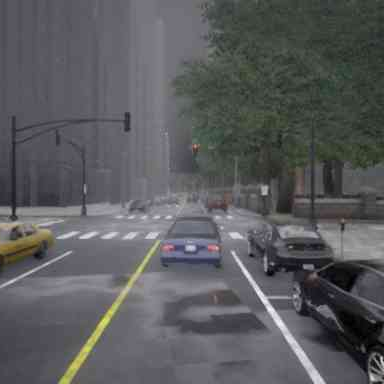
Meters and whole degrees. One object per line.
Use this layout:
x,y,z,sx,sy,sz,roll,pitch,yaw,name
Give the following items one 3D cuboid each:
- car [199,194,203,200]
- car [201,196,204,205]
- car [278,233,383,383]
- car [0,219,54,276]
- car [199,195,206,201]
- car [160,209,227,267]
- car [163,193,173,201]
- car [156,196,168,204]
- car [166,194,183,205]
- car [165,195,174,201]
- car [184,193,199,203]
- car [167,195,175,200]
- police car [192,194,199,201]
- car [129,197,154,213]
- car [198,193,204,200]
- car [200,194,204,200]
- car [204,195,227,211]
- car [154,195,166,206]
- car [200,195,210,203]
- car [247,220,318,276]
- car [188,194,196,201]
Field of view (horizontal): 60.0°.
2.760,1.505,58.594,2.008,1.369,4.403,0,0,0,car
2.761,1.523,47.681,1.947,1.339,4.313,0,0,0,car
2.764,1.559,4.590,1.947,1.339,4.313,0,0,0,car
-5.762,1.511,9.923,1.752,1.417,4.829,0,0,0,car
2.758,1.475,86.046,1.752,1.417,4.829,0,0,0,car
0.118,1.532,11.338,2.033,1.411,5.357,0,0,4,car
-5.766,1.264,80.414,2.192,1.841,5.009,0,0,0,car
-5.766,1.535,64.043,1.802,1.307,4.206,0,0,0,car
-3.068,1.502,56.329,2.033,1.411,5.357,0,0,1,car
-5.767,1.494,85.871,1.887,1.381,4.507,0,0,0,car
0.039,1.306,65.638,2.097,1.767,4.553,0,0,0,car
-5.767,1.495,91.329,1.887,1.381,4.507,0,0,0,car
0.896,1.375,87.534,1.930,1.638,5.238,0,0,0,police car
-5.764,1.526,36.758,1.947,1.339,4.313,0,0,0,car
2.760,1.393,64.050,1.967,1.590,4.097,0,0,0,car
2.760,1.506,53.137,2.008,1.369,4.403,0,0,0,car
2.761,1.275,36.768,2.192,1.841,5.009,0,0,0,car
-5.765,1.506,53.129,2.008,1.369,4.403,0,0,0,car
2.759,1.392,69.507,1.967,1.590,4.097,0,0,0,car
2.763,1.537,10.103,2.008,1.369,4.403,0,0,0,car
-0.004,1.296,76.889,1.882,1.535,5.008,0,0,0,car
